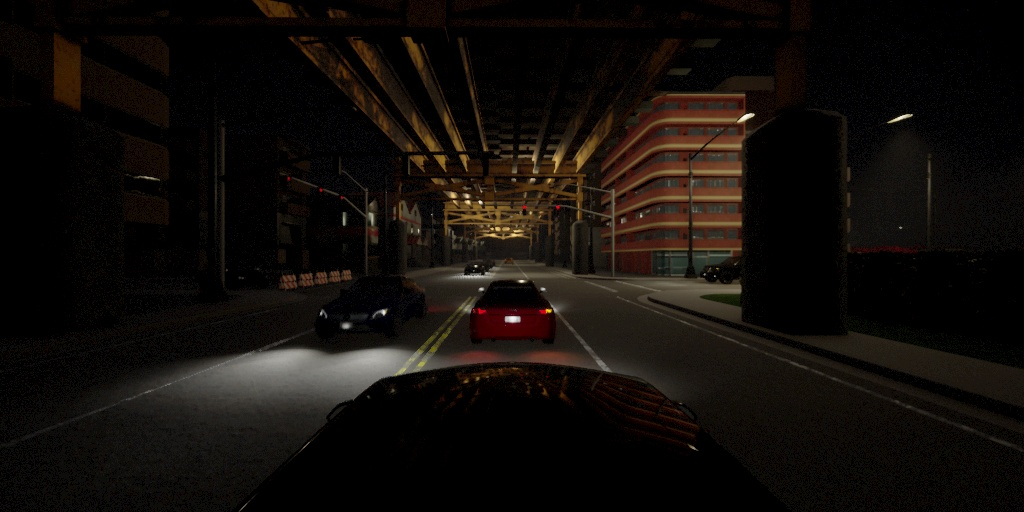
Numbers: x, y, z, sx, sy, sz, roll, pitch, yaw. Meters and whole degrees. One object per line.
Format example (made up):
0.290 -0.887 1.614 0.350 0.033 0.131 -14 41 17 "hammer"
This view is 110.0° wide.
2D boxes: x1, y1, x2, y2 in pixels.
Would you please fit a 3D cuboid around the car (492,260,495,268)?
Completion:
-4.083 1.310 57.698 1.812 1.442 4.674 0 0 0 "car"

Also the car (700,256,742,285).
16.834 0.990 26.184 5.566 2.045 2.150 0 0 0 "car"

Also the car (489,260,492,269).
-4.002 1.388 47.537 1.895 1.301 4.718 0 0 0 "car"

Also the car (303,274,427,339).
-3.716 1.283 10.293 1.812 1.442 4.674 0 0 -1 "car"

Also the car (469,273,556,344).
0.009 1.320 9.646 1.994 1.385 4.181 0 0 0 "car"

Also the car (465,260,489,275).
-3.921 1.344 38.651 1.994 1.385 4.181 0 0 0 "car"
